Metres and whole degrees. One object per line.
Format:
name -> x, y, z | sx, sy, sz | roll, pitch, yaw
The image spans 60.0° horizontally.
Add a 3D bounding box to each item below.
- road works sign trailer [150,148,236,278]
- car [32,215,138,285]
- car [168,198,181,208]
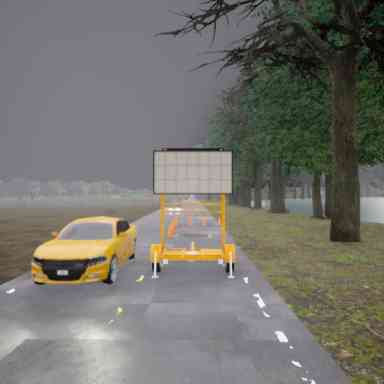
road works sign trailer -> 0.033, 0.475, 10.124 | 2.380, 3.560, 2.880 | 0, 0, 0
car -> -2.816, 1.487, 9.756 | 1.882, 1.535, 5.008 | 0, 0, 0
car -> -2.672, 1.684, 51.462 | 2.128, 1.511, 4.902 | 0, 0, 0
